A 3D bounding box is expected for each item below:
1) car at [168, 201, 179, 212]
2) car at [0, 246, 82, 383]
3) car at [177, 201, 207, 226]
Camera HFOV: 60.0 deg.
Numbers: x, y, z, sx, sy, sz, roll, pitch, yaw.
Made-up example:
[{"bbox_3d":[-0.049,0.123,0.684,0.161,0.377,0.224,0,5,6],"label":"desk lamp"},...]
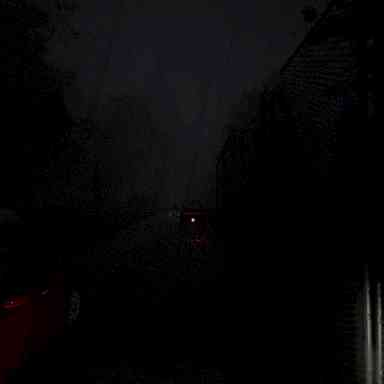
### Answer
[{"bbox_3d":[-2.233,2.026,47.287,2.033,1.411,5.357,0,-1,4],"label":"car"},{"bbox_3d":[-2.854,1.526,4.239,1.812,1.442,4.674,0,0,0],"label":"car"},{"bbox_3d":[0.071,1.632,24.374,1.837,1.490,4.892,0,-1,0],"label":"car"}]
